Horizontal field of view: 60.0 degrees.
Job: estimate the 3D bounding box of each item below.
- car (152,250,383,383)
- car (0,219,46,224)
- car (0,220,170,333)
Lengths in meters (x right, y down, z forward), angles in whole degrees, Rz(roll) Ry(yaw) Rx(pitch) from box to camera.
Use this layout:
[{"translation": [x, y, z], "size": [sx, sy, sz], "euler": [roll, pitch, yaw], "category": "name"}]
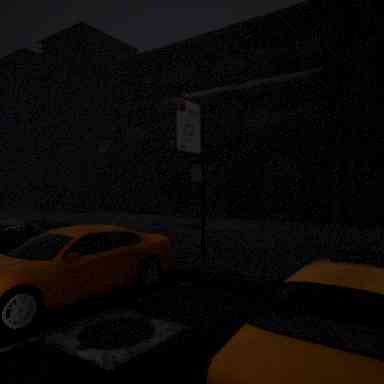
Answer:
[{"translation": [2.075, 1.477, 4.103], "size": [1.946, 1.575, 5.366], "euler": [0, 0, 36], "category": "car"}, {"translation": [-4.916, 1.503, 8.872], "size": [2.231, 1.521, 4.892], "euler": [0, 0, 36], "category": "car"}, {"translation": [-2.553, 1.492, 7.184], "size": [2.097, 1.535, 5.008], "euler": [0, 0, 36], "category": "car"}]
